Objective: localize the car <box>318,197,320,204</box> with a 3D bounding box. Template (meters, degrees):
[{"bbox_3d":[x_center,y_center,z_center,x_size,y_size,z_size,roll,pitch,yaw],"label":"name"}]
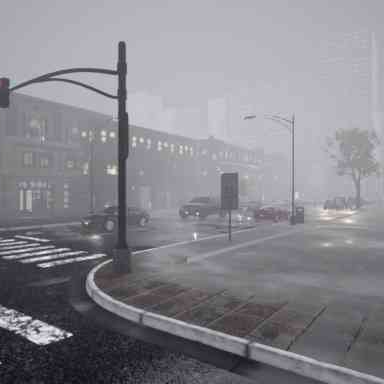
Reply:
[{"bbox_3d":[28.317,1.828,72.537,1.967,1.590,4.097,0,-1,35],"label":"car"}]

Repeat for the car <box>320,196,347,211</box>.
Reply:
[{"bbox_3d":[19.252,1.676,45.125,1.967,1.590,4.097,0,-1,35],"label":"car"}]

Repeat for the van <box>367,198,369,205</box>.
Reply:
[{"bbox_3d":[31.985,1.699,63.194,1.690,1.788,3.998,0,-1,35],"label":"van"}]

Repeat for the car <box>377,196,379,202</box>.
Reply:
[{"bbox_3d":[41.534,2.037,76.743,1.802,1.307,4.206,0,-1,35],"label":"car"}]

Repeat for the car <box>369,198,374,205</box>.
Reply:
[{"bbox_3d":[35.168,1.971,67.709,1.802,1.307,4.206,0,-1,35],"label":"car"}]

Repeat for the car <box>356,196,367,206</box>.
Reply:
[{"bbox_3d":[28.802,1.642,58.678,2.192,1.841,5.009,0,-1,35],"label":"car"}]

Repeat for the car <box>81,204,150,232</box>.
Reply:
[{"bbox_3d":[-4.732,1.578,21.173,1.837,1.490,4.892,0,0,34],"label":"car"}]

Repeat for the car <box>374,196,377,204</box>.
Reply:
[{"bbox_3d":[38.449,1.948,72.366,1.752,1.417,4.829,0,-1,35],"label":"car"}]

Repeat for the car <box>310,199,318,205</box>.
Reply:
[{"bbox_3d":[21.951,1.876,63.503,2.008,1.369,4.403,0,-1,35],"label":"car"}]

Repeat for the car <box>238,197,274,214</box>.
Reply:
[{"bbox_3d":[7.072,1.660,37.861,2.128,1.511,4.902,0,0,35],"label":"car"}]

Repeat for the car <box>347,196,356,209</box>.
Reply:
[{"bbox_3d":[22.435,1.581,49.643,2.192,1.841,5.009,0,-1,35],"label":"car"}]

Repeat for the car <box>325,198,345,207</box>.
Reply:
[{"bbox_3d":[24.757,1.855,57.419,2.033,1.411,5.357,0,0,35],"label":"car"}]

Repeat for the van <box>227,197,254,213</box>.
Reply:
[{"bbox_3d":[6.035,1.518,40.918,1.690,1.788,3.998,0,0,35],"label":"van"}]

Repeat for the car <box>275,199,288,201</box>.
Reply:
[{"bbox_3d":[12.304,1.759,49.812,1.752,1.417,4.829,0,-1,35],"label":"car"}]

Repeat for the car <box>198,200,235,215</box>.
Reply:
[{"bbox_3d":[2.755,1.674,36.261,1.752,1.417,4.829,0,0,35],"label":"car"}]

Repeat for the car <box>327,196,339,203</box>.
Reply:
[{"bbox_3d":[34.683,1.893,81.571,1.967,1.590,4.097,0,-1,35],"label":"car"}]

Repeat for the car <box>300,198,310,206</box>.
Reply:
[{"bbox_3d":[18.768,1.846,58.985,2.008,1.369,4.403,0,-1,35],"label":"car"}]

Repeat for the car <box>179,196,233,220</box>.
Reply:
[{"bbox_3d":[1.157,1.340,29.490,2.150,2.045,5.566,0,0,35],"label":"car"}]

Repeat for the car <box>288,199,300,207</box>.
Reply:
[{"bbox_3d":[15.585,1.815,54.468,2.008,1.369,4.403,0,-1,35],"label":"car"}]

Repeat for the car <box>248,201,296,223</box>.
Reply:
[{"bbox_3d":[6.564,1.670,27.027,1.887,1.381,4.507,0,0,35],"label":"car"}]
